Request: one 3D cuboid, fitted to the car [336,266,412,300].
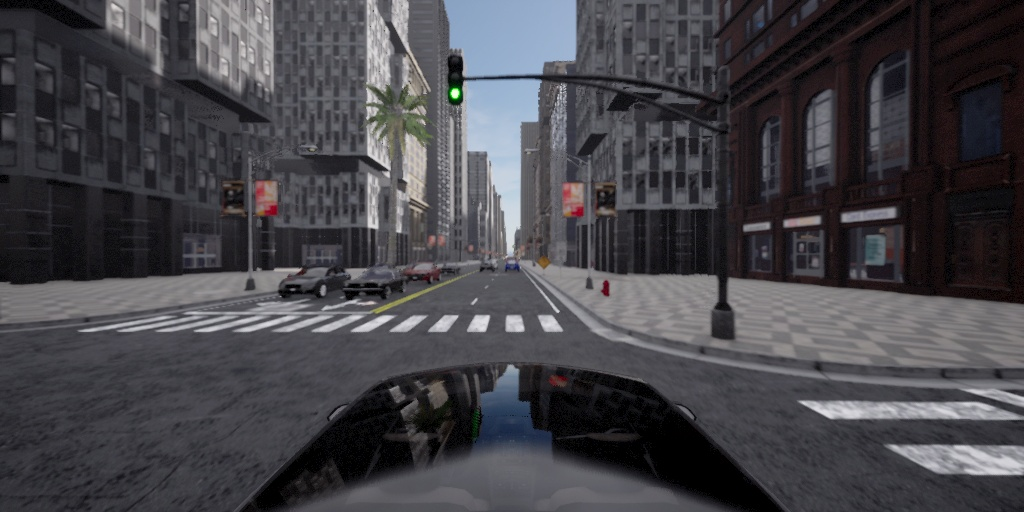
[{"bbox_3d":[-6.598,1.335,17.810,1.895,1.301,4.718,0,0,-2],"label":"car"}]

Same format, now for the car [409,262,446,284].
[{"bbox_3d":[-6.596,1.217,26.924,1.882,1.535,5.008,0,0,0],"label":"car"}]

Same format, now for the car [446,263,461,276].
[{"bbox_3d":[-6.584,1.370,37.902,1.895,1.301,4.718,0,0,0],"label":"car"}]

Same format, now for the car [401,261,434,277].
[{"bbox_3d":[-9.838,1.320,37.922,2.033,1.411,5.357,0,0,0],"label":"car"}]

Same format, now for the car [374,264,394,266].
[{"bbox_3d":[-9.837,1.308,27.331,1.994,1.385,4.181,0,0,1],"label":"car"}]

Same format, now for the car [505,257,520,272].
[{"bbox_3d":[0.053,1.281,46.962,1.882,1.535,5.008,0,0,1],"label":"car"}]

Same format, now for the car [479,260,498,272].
[{"bbox_3d":[-3.243,1.314,47.270,1.837,1.490,4.892,0,0,0],"label":"car"}]

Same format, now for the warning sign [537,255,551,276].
[{"bbox_3d":[2.855,0.852,32.136,1.300,1.860,1.060,0,0,0],"label":"warning sign"}]

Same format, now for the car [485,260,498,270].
[{"bbox_3d":[-3.240,1.397,57.305,1.812,1.442,4.674,0,0,0],"label":"car"}]

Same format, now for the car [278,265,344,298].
[{"bbox_3d":[-9.880,1.242,18.416,1.837,1.490,4.892,0,0,-2],"label":"car"}]
